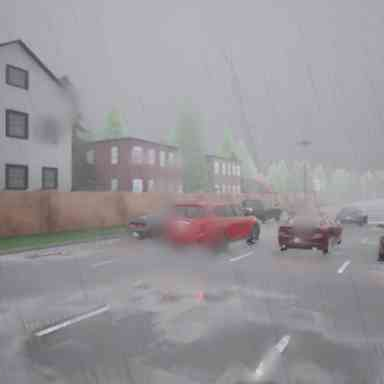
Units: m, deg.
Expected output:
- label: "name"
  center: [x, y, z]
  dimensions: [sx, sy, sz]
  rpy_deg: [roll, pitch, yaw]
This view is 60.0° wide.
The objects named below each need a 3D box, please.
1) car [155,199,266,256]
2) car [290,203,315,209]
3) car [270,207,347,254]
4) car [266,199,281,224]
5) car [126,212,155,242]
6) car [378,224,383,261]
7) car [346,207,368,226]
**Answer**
- label: "car"
  center: [1.074, 1.418, 14.451]
  dimensions: [2.150, 2.045, 5.566]
  rpy_deg: [-1, -1, 32]
- label: "car"
  center: [9.572, 1.709, 28.054]
  dimensions: [2.097, 1.767, 4.553]
  rpy_deg: [-1, -1, 32]
- label: "car"
  center: [5.289, 1.663, 14.556]
  dimensions: [1.882, 1.535, 5.008]
  rpy_deg: [-1, -1, 32]
- label: "car"
  center: [6.039, 1.602, 29.021]
  dimensions: [2.150, 2.045, 5.566]
  rpy_deg: [-1, -1, 32]
- label: "car"
  center: [-1.277, 1.745, 17.271]
  dimensions: [1.837, 1.490, 4.892]
  rpy_deg: [-1, -1, 32]
- label: "car"
  center: [7.979, 1.673, 12.260]
  dimensions: [1.812, 1.442, 4.674]
  rpy_deg: [-1, -1, 32]
- label: "car"
  center: [12.685, 1.893, 26.421]
  dimensions: [1.994, 1.385, 4.181]
  rpy_deg: [-1, -1, 32]
